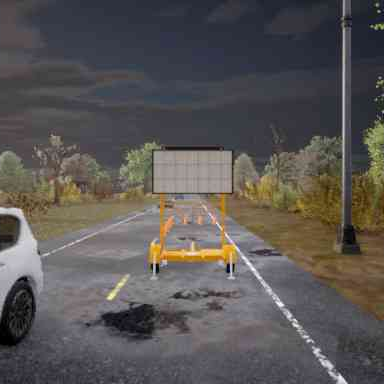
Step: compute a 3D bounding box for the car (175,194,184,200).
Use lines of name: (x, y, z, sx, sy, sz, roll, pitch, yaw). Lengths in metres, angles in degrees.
car: (-3.301, 1.100, 89.857, 2.150, 2.045, 5.566, 0, 0, 0)

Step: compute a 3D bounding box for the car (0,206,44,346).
car: (-3.592, 1.222, 3.418, 2.150, 2.045, 5.566, 0, 0, 0)

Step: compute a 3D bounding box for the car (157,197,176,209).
car: (-3.503, 1.572, 44.048, 1.895, 1.301, 4.718, 0, 0, 0)

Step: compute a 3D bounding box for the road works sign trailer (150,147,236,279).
road works sign trailer: (0.023, 0.464, 9.989, 2.380, 3.560, 2.880, 0, 0, 0)
